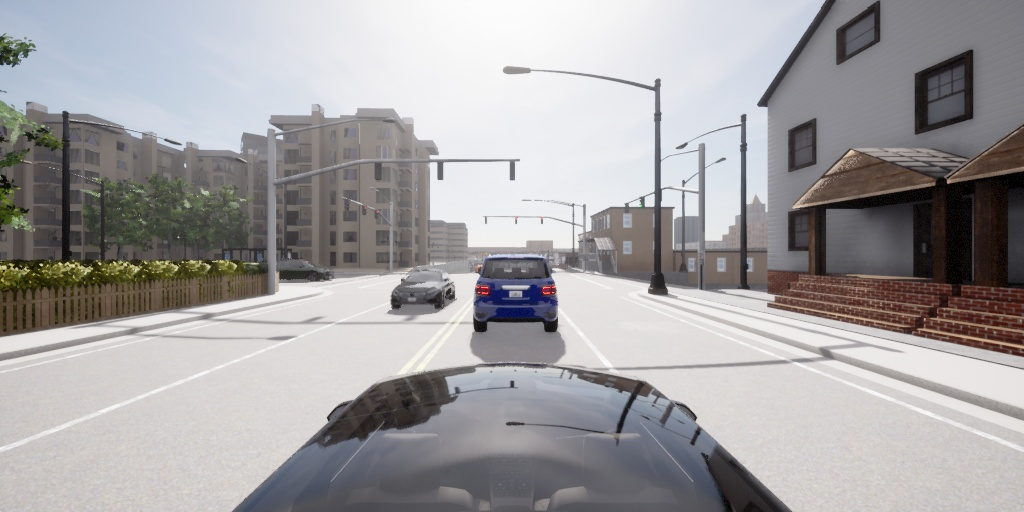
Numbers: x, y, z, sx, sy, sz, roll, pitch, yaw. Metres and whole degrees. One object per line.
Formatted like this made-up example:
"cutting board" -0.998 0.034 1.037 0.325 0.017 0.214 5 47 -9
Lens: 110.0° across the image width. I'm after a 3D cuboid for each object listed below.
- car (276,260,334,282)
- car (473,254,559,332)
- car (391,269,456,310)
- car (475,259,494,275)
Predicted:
"car" -16.463 1.102 28.121 4.553 1.767 2.097 0 0 1
"car" 0.102 0.971 10.959 2.150 2.045 5.566 0 0 0
"car" -3.504 1.275 14.960 1.812 1.442 4.674 0 0 0
"car" -3.552 1.506 46.980 2.097 1.767 4.553 1 -5 0
